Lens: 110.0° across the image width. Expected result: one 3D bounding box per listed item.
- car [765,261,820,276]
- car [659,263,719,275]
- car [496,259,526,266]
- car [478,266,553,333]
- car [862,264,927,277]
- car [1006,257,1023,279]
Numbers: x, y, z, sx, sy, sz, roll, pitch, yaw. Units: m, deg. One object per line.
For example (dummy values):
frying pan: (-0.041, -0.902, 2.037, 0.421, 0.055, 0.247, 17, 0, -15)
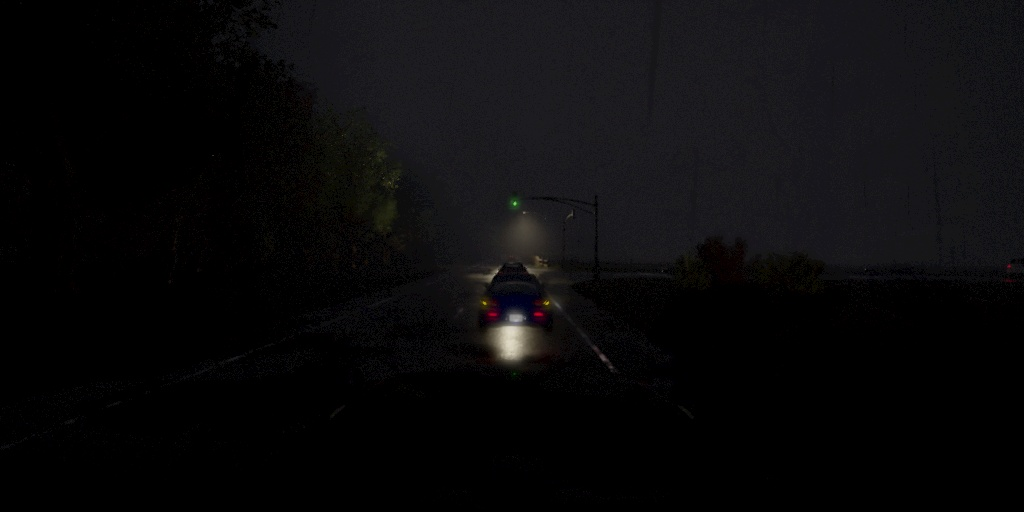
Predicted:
car: (28.166, 1.231, 36.087, 4.902, 1.511, 2.128, 1, 0, 0)
car: (17.820, 1.174, 36.137, 5.357, 1.411, 2.033, 1, 0, 1)
car: (0.068, 1.089, 22.942, 1.994, 1.385, 4.181, 0, 1, 0)
car: (0.089, 1.186, 10.229, 1.812, 1.442, 4.674, 0, 1, 0)
car: (38.343, 1.451, 36.050, 4.718, 1.301, 1.895, 1, 0, 0)
car: (48.503, 1.160, 32.431, 5.566, 2.045, 2.150, 1, 0, 0)
